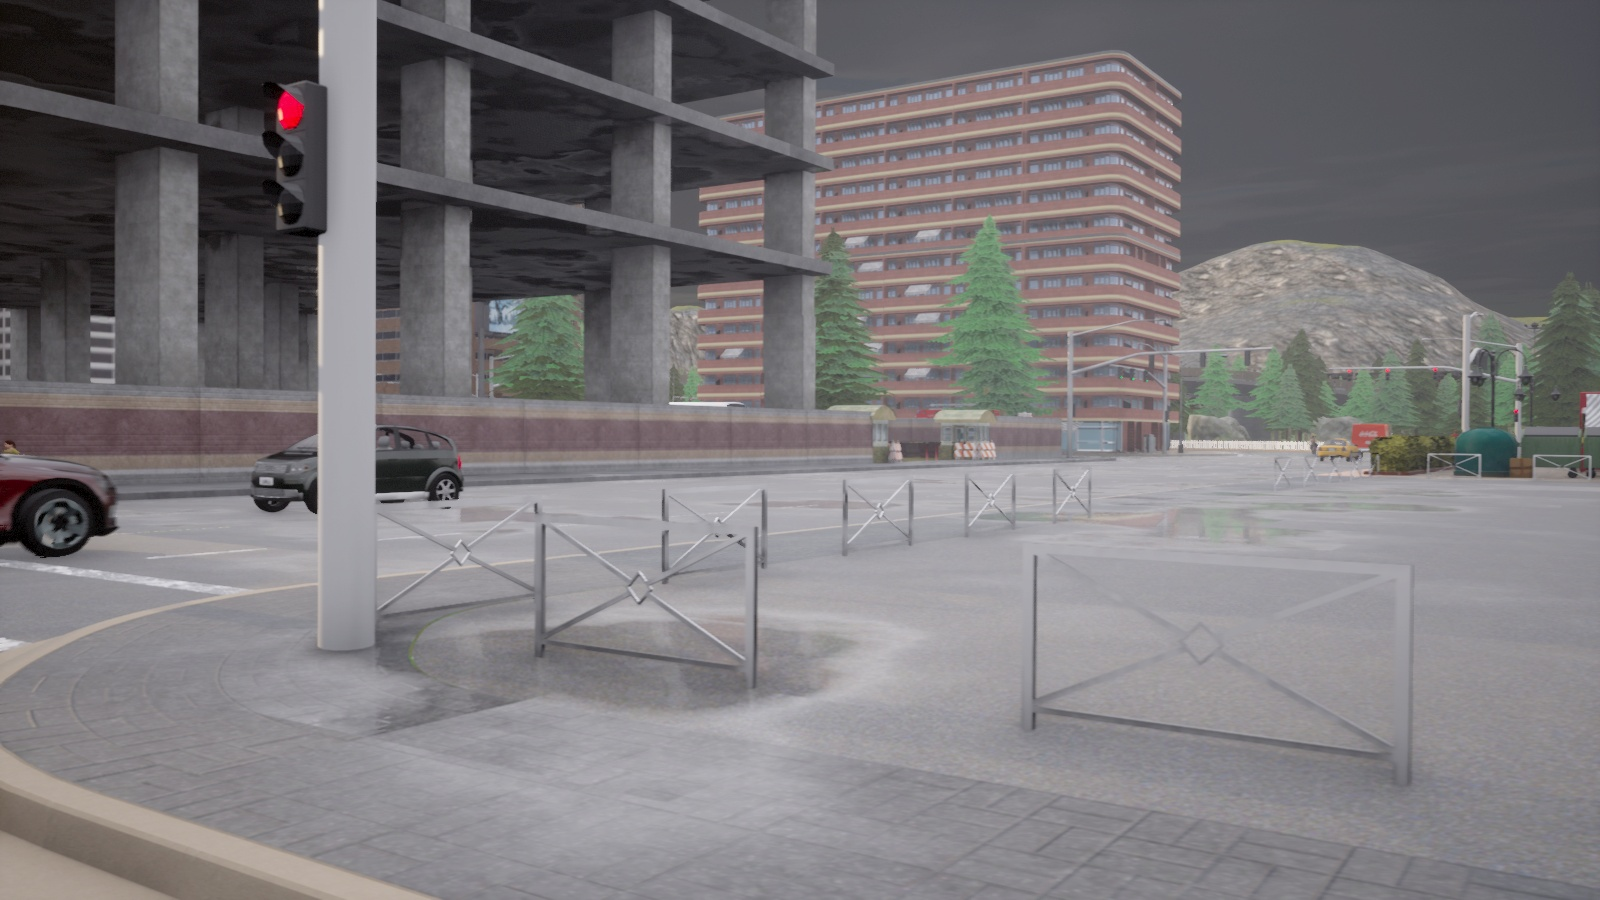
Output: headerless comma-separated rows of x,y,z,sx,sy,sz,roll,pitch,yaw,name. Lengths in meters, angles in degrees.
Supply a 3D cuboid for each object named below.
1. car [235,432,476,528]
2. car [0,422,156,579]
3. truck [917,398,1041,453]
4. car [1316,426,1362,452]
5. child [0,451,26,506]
-7.822,0.460,22.388,1.789,1.549,3.705,0,1,33,car
-9.702,0.553,13.166,2.033,1.649,4.856,0,1,33,car
12.947,-1.711,91.315,8.468,3.827,2.891,0,1,34,truck
34.401,-0.711,80.040,1.801,1.575,5.366,0,1,33,car
-15.931,0.572,25.391,0.255,1.110,0.394,0,1,30,child
